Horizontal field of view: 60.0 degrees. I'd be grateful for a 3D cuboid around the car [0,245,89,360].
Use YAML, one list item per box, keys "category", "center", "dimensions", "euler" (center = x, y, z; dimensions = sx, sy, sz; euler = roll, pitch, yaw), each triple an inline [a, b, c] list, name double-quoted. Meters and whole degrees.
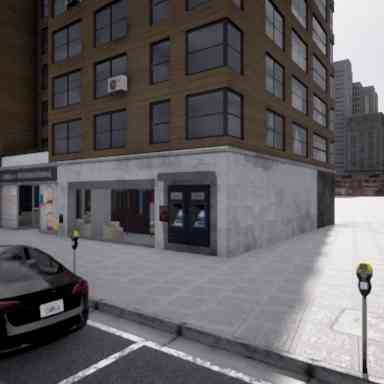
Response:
- category: "car"
  center: [-3.539, 1.572, 5.597]
  dimensions: [4.313, 1.339, 1.947]
  euler: [0, 0, 35]
